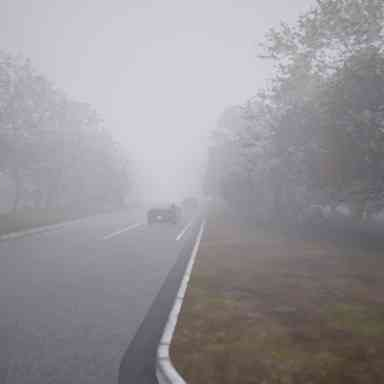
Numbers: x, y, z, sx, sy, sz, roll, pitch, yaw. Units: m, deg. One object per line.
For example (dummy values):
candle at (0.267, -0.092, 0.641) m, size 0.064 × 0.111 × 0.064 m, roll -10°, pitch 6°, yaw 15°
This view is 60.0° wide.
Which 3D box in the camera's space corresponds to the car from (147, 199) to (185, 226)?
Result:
car at (-1.896, 1.482, 23.690) m, size 1.882 × 1.535 × 5.008 m, roll 1°, pitch 0°, yaw 4°

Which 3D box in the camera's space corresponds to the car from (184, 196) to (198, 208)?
car at (-0.309, 1.390, 48.688) m, size 2.097 × 1.767 × 4.553 m, roll 1°, pitch 0°, yaw 4°
